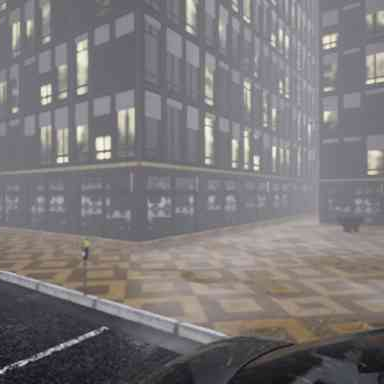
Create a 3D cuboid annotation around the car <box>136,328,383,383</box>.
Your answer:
[{"bbox_3d":[1.400,1.566,1.840,4.313,1.339,1.947,0,0,36],"label":"car"}]
